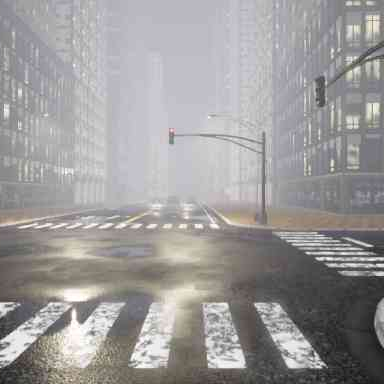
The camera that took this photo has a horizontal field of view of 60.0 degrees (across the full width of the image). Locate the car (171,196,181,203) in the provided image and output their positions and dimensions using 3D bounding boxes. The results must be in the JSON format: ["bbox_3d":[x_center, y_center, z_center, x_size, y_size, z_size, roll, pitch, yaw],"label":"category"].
[{"bbox_3d":[-3.304,1.566,70.121,1.895,1.301,4.718,0,0,0],"label":"car"}]

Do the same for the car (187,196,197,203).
[{"bbox_3d":[-0.054,1.541,70.510,1.994,1.385,4.181,0,0,0],"label":"car"}]

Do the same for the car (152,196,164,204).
[{"bbox_3d":[-6.550,1.608,64.255,2.128,1.511,4.902,0,0,0],"label":"car"}]

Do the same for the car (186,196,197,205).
[{"bbox_3d":[-0.046,1.703,60.537,1.895,1.301,4.718,0,0,0],"label":"car"}]

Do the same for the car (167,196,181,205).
[{"bbox_3d":[-3.296,1.453,60.060,2.097,1.767,4.553,0,0,0],"label":"car"}]
